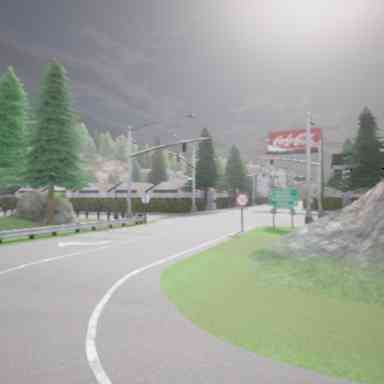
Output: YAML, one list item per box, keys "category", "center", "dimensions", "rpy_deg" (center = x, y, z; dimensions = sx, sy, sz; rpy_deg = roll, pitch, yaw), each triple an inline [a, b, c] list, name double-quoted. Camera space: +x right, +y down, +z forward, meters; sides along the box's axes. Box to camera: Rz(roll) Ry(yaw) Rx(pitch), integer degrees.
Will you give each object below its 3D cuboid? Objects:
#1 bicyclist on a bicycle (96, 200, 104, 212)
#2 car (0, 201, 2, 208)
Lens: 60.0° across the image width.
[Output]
- category: "bicyclist on a bicycle"
  center: [-12.458, 1.935, 44.928]
  dimensions: [0.582, 1.620, 1.656]
  rpy_deg: [0, -1, 22]
- category: "car"
  center: [-36.180, 2.429, 64.614]
  dimensions: [1.994, 1.385, 4.181]
  rpy_deg: [0, -1, 23]
